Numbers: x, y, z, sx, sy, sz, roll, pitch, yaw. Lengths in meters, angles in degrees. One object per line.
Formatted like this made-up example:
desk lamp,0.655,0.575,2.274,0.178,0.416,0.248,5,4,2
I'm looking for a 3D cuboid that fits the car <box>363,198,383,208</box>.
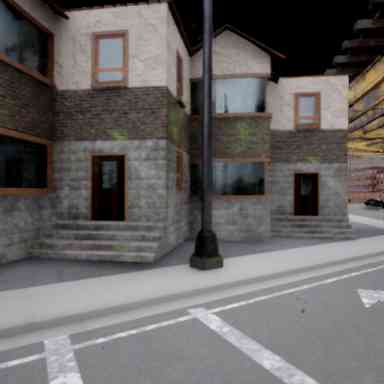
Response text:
car,29.624,1.808,54.234,1.837,1.490,4.892,0,0,9
